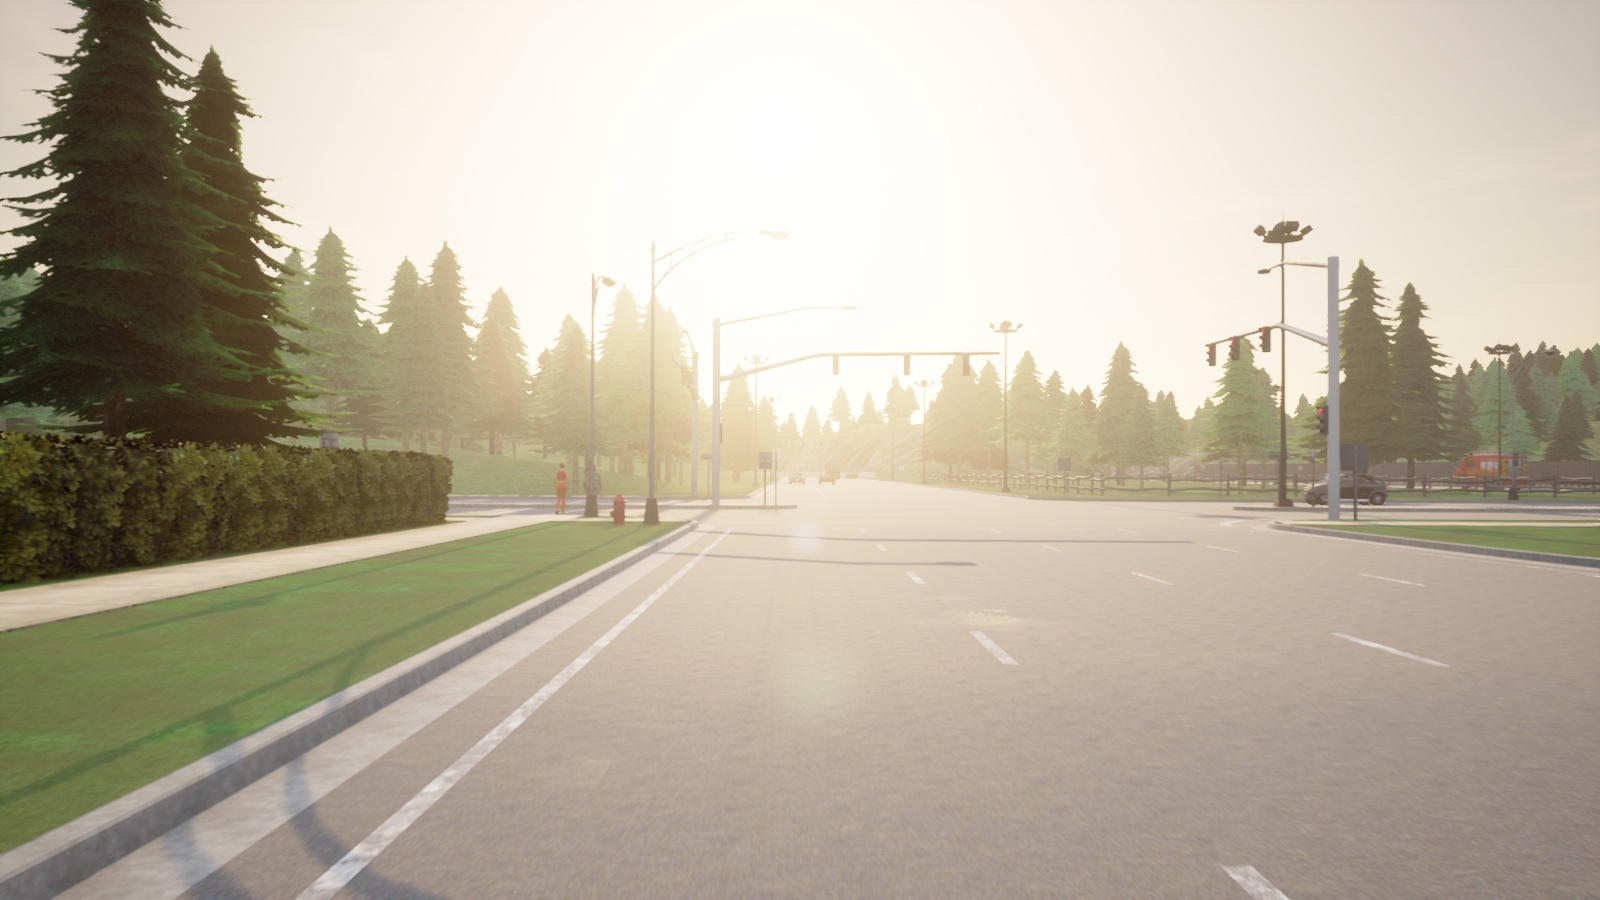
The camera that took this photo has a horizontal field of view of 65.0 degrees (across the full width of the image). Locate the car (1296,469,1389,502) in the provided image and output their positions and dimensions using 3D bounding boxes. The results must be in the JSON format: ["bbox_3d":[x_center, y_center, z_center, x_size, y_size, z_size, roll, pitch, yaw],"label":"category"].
[{"bbox_3d":[26.002,1.700,60.259,3.705,1.549,1.789,0,-1,0],"label":"car"}]

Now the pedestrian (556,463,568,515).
[{"bbox_3d":[-8.395,1.380,44.385,0.345,1.836,0.594,0,-1,-4],"label":"pedestrian"}]

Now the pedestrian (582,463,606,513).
[{"bbox_3d":[-7.741,1.425,47.209,0.874,1.855,0.900,0,-1,-7],"label":"pedestrian"}]
